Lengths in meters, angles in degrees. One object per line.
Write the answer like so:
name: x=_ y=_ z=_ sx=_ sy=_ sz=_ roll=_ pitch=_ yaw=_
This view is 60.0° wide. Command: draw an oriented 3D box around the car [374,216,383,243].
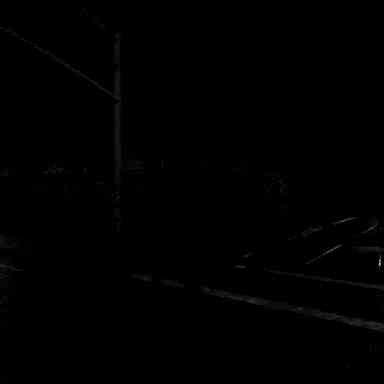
car: x=9.680 y=1.466 z=15.217 sx=1.837 sy=1.490 sz=4.892 roll=0 pitch=0 yaw=35
